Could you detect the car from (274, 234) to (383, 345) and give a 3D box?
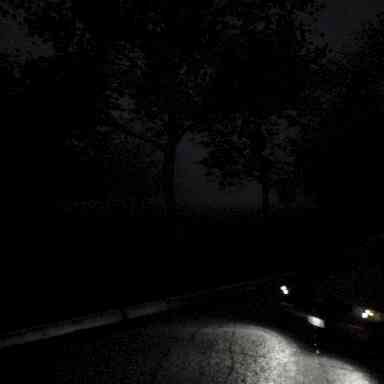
[{"bbox_3d":[4.038,1.576,6.565,5.357,1.411,2.033,0,0,-35],"label":"car"}]
